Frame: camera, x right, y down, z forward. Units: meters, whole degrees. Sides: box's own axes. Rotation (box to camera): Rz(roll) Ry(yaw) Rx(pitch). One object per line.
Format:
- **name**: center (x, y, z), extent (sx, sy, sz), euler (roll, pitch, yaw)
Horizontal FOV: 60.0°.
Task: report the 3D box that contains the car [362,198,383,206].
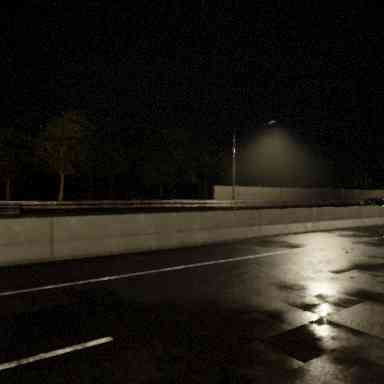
- **car**: center (30.496, 1.761, 55.757), extent (4.553, 1.767, 2.097), euler (1, 0, -35)
